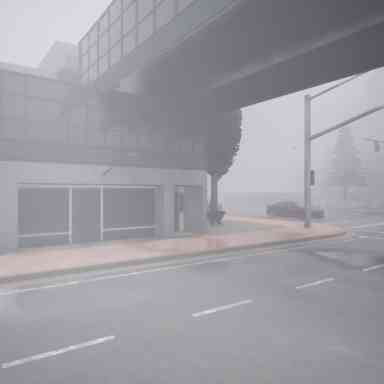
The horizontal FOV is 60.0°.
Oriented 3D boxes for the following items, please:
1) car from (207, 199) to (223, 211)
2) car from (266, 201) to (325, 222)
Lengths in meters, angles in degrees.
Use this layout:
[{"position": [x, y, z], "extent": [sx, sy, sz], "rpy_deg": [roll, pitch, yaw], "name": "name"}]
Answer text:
[{"position": [1.321, 1.478, 36.754], "extent": [1.882, 1.535, 5.008], "rpy_deg": [0, 0, -36], "name": "car"}, {"position": [8.323, 1.478, 27.047], "extent": [1.882, 1.535, 5.008], "rpy_deg": [0, 0, -36], "name": "car"}]
